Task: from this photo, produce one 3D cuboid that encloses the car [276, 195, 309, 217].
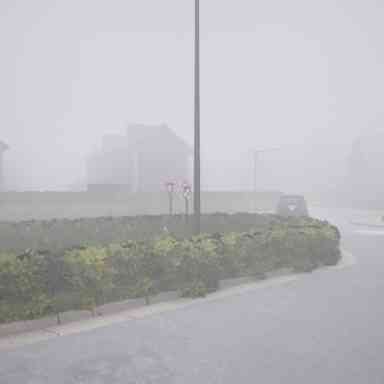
[{"bbox_3d":[7.496,1.222,24.936,2.150,2.045,5.566,0,0,16],"label":"car"}]
